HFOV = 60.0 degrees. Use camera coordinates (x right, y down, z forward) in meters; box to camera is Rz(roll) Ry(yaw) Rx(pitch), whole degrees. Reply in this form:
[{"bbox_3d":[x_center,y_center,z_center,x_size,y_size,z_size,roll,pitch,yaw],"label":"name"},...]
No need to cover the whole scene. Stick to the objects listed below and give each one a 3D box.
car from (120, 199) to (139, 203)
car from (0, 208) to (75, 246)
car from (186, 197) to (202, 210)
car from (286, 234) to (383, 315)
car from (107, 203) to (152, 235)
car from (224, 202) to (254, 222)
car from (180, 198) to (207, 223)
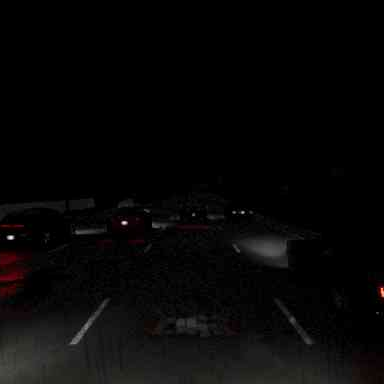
[{"bbox_3d":[-6.812,1.457,36.096,1.812,1.442,4.674,0,0,1],"label":"car"},{"bbox_3d":[-6.900,1.476,15.118,1.837,1.490,4.892,0,0,0],"label":"car"},{"bbox_3d":[0.336,1.447,41.480,1.812,1.442,4.674,0,0,2],"label":"car"},{"bbox_3d":[3.600,1.587,7.449,1.895,1.301,4.718,0,0,0],"label":"car"},{"bbox_3d":[-3.401,1.528,18.740,1.994,1.385,4.181,0,0,0],"label":"car"},{"bbox_3d":[3.602,1.498,26.131,2.033,1.411,5.357,0,0,0],"label":"car"},{"bbox_3d":[0.102,1.431,25.041,1.882,1.535,5.008,0,-1,0],"label":"car"}]
